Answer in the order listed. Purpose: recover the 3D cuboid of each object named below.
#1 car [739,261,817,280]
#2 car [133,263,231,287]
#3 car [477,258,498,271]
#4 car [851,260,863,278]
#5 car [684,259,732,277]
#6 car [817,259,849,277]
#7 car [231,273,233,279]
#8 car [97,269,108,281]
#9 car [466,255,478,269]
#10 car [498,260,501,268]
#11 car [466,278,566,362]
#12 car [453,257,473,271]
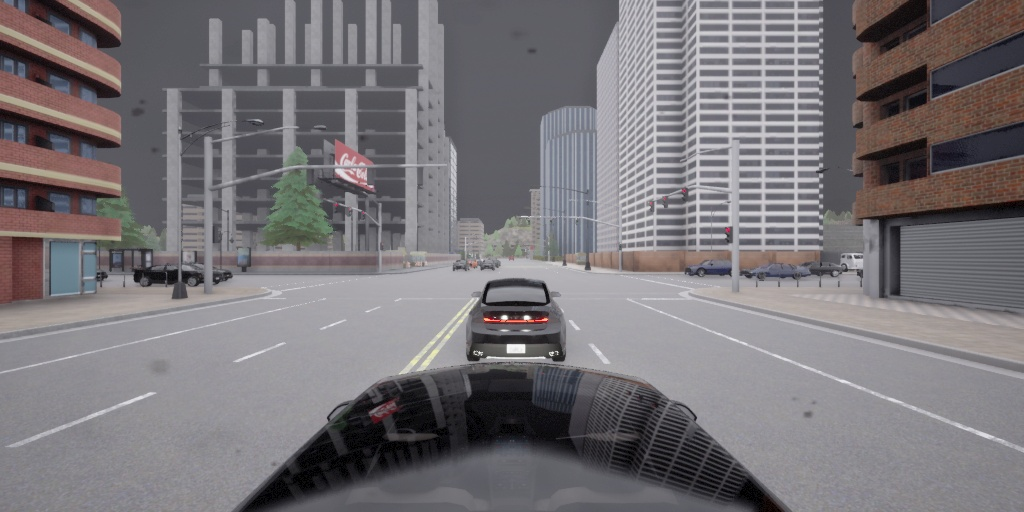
[{"bbox_3d":[22.808,1.297,31.191,5.357,1.411,2.033,0,0,0],"label":"car"},{"bbox_3d":[-22.186,1.228,23.973,5.008,1.535,1.882,0,0,0],"label":"car"},{"bbox_3d":[-3.354,1.254,50.290,1.837,1.490,4.892,0,0,0],"label":"car"},{"bbox_3d":[32.720,1.314,31.180,4.181,1.385,1.994,0,0,0],"label":"car"},{"bbox_3d":[19.218,1.102,34.690,4.553,1.767,2.097,0,0,0],"label":"car"},{"bbox_3d":[29.068,1.255,34.684,4.892,1.490,1.837,0,0,0],"label":"car"},{"bbox_3d":[-24.210,1.255,27.472,4.892,1.490,1.837,0,0,0],"label":"car"},{"bbox_3d":[-34.052,1.255,27.470,4.892,1.490,1.837,0,0,0],"label":"car"},{"bbox_3d":[-6.805,1.102,57.966,2.097,1.767,4.553,0,0,0],"label":"car"},{"bbox_3d":[-3.287,1.102,60.415,2.097,1.767,4.553,0,0,1],"label":"car"},{"bbox_3d":[0.094,1.255,8.228,1.837,1.490,4.892,0,0,1],"label":"car"},{"bbox_3d":[-6.862,1.254,48.760,1.837,1.490,4.892,0,0,0],"label":"car"}]
